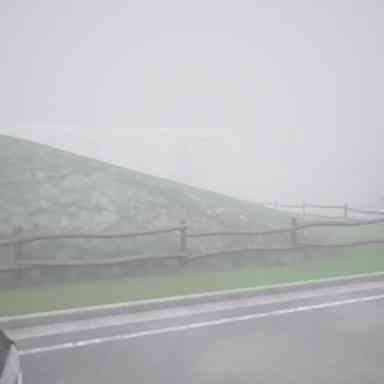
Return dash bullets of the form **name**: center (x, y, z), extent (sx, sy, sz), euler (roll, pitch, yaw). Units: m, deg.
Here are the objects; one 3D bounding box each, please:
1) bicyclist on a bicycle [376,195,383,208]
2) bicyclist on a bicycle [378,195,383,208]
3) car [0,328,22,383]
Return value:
- **bicyclist on a bicycle**: center (24.683, 1.270, 43.368), extent (1.656, 1.620, 0.582), euler (0, 0, -42)
- **bicyclist on a bicycle**: center (24.979, 1.269, 43.035), extent (1.656, 1.620, 0.582), euler (0, 0, -42)
- **car**: center (-3.839, 1.497, 2.108), extent (4.902, 1.511, 2.128), euler (0, 0, -21)
